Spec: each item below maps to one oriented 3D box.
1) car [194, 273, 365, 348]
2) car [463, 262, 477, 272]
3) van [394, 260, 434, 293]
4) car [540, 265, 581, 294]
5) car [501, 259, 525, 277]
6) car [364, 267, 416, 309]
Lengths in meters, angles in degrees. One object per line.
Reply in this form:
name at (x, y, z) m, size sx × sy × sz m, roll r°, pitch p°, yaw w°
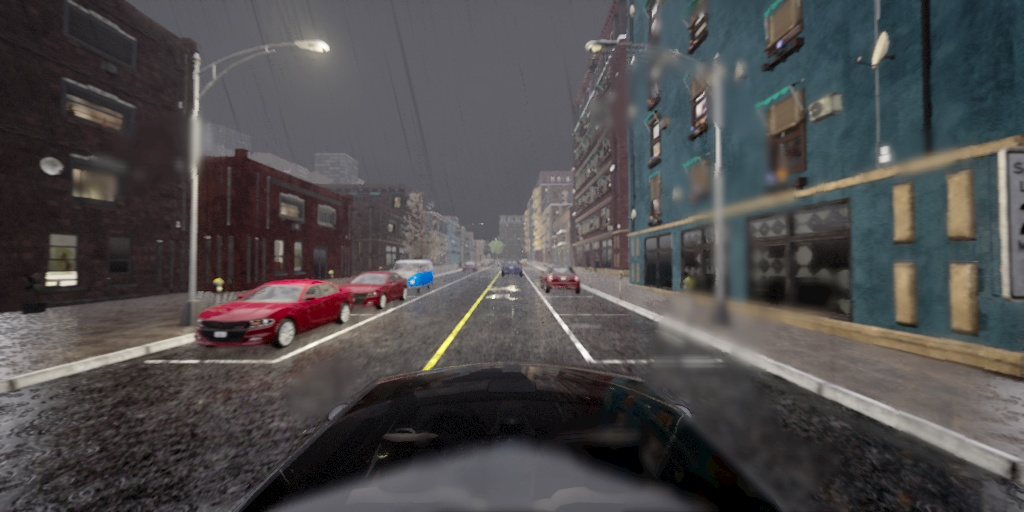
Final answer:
car at (-5.766, 1.308, 9.326) m, size 1.888 × 1.381 × 4.507 m, roll 0°, pitch 0°, yaw 0°
car at (-5.689, 1.412, 49.128) m, size 1.802 × 1.307 × 4.207 m, roll 0°, pitch 0°, yaw 0°
van at (-5.689, 1.122, 20.695) m, size 1.690 × 1.789 × 3.998 m, roll 0°, pitch 0°, yaw 0°
car at (2.691, 1.221, 20.756) m, size 1.967 × 1.591 × 4.097 m, roll 0°, pitch 0°, yaw 0°
car at (0.002, 1.160, 37.161) m, size 2.097 × 1.767 × 4.553 m, roll 0°, pitch 0°, yaw 0°
car at (-5.690, 1.317, 15.008) m, size 1.888 × 1.381 × 4.507 m, roll 0°, pitch 0°, yaw 0°
